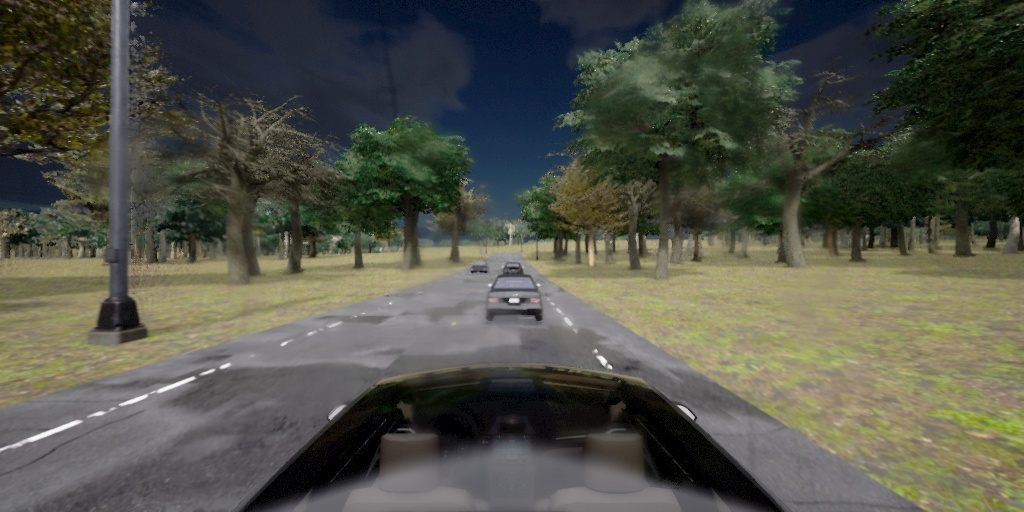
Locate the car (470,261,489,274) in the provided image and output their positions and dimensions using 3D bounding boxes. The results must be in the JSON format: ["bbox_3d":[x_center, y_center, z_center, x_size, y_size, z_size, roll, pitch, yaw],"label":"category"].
[{"bbox_3d":[-3.594,1.284,40.842,2.033,1.411,5.357,0,1,0],"label":"car"}]

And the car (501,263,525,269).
[{"bbox_3d":[0.093,1.324,32.861,1.837,1.490,4.892,0,0,0],"label":"car"}]

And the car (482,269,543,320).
[{"bbox_3d":[0.083,1.347,12.893,2.033,1.411,5.357,0,0,0],"label":"car"}]
